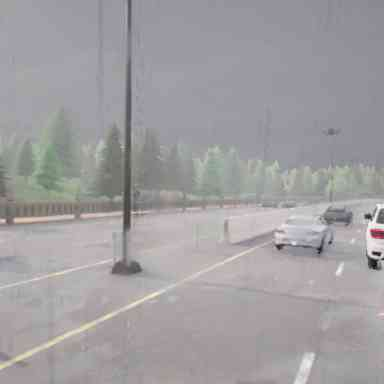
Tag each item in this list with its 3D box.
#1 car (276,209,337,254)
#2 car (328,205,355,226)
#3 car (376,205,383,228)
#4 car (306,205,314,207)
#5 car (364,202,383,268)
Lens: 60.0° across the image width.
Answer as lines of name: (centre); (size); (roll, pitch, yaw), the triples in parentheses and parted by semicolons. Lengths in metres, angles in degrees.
car: (4.964, 1.686, 14.462); (1.812, 1.442, 4.674); (0, 0, 29)
car: (11.906, 1.807, 26.856); (2.128, 1.511, 4.902); (0, -1, 30)
car: (15.305, 1.853, 25.742); (1.812, 1.442, 4.674); (0, 0, 30)
car: (20.741, 2.202, 56.847); (1.994, 1.385, 4.181); (0, -1, 30)
car: (7.194, 1.370, 11.292); (2.150, 2.045, 5.566); (0, 0, 29)
